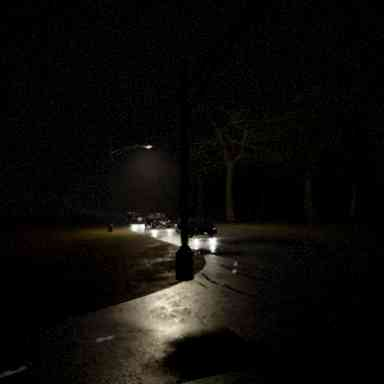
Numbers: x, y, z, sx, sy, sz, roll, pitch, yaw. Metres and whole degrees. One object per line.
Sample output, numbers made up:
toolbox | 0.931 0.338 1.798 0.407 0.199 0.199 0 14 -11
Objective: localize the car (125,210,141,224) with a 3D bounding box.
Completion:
car | -7.324 3.335 43.575 2.128 1.511 4.902 0 -2 -21

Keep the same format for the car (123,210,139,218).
car | -12.039 4.255 65.544 2.128 1.511 4.902 0 -2 -22

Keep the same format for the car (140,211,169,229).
car | -3.591 2.900 34.087 1.837 1.490 4.892 0 -3 -21

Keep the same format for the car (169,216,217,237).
car | 0.100 2.486 24.787 2.033 1.411 5.357 0 -3 -18

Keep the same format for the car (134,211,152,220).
car | -8.353 3.924 56.237 1.994 1.385 4.181 0 -2 -22
